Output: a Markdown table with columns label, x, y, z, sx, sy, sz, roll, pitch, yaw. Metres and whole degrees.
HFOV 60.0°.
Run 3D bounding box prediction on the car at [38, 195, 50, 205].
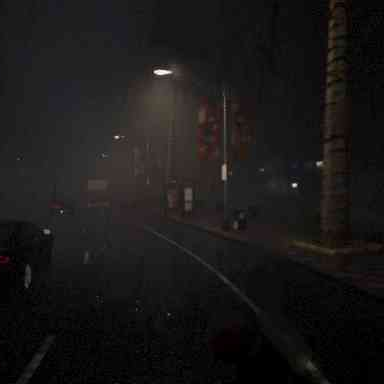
| label | x | y | z | sx | sy | sz | roll | pitch | yaw |
| --- | --- | --- | --- | --- | --- | --- | --- | --- | --- |
| car | -23.463 | 1.255 | 53.681 | 1.812 | 1.442 | 4.674 | 0 | 0 | -18 |

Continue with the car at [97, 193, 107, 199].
| label | x | y | z | sx | sy | sz | roll | pitch | yaw |
| --- | --- | --- | --- | --- | --- | --- | --- | --- | --- |
| car | -23.479 | 0.995 | 86.403 | 2.161 | 1.482 | 4.786 | 0 | 0 | -19 |

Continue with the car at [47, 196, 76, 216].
| label | x | y | z | sx | sy | sz | roll | pitch | yaw |
| --- | --- | --- | --- | --- | --- | --- | --- | --- | --- |
| car | -11.485 | 1.346 | 29.620 | 1.837 | 1.490 | 4.892 | 0 | 0 | -19 |

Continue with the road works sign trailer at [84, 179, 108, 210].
| label | x | y | z | sx | sy | sz | roll | pitch | yaw |
| --- | --- | --- | --- | --- | --- | --- | --- | --- | --- |
| road works sign trailer | -11.139 | 0.231 | 39.214 | 2.380 | 3.560 | 2.880 | 0 | 0 | -19 |

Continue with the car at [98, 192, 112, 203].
| label | x | y | z | sx | sy | sz | roll | pitch | yaw |
| --- | --- | --- | --- | --- | --- | --- | --- | --- | --- |
| car | -16.753 | 0.955 | 65.528 | 2.185 | 1.767 | 4.553 | 0 | 0 | -19 |

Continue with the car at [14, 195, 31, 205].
| label | x | y | z | sx | sy | sz | roll | pitch | yaw |
| --- | --- | --- | --- | --- | --- | --- | --- | --- | --- |
| car | -26.905 | 1.281 | 52.943 | 1.812 | 1.442 | 4.674 | 0 | 0 | -18 |

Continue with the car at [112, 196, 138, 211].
| label | x | y | z | sx | sy | sz | roll | pitch | yaw |
| --- | --- | --- | --- | --- | --- | --- | --- | --- | --- |
| car | -7.360 | 1.238 | 37.696 | 2.231 | 1.521 | 4.892 | 0 | 0 | -19 |

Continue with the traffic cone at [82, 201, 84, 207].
| label | x | y | z | sx | sy | sz | roll | pitch | yaw |
| --- | --- | --- | --- | --- | --- | --- | --- | --- | --- |
| traffic cone | -14.781 | 1.697 | 45.381 | 0.340 | 0.580 | 0.340 | 0 | 0 | -19 |

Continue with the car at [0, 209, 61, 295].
| label | x | y | z | sx | sy | sz | roll | pitch | yaw |
| --- | --- | --- | --- | --- | --- | --- | --- | --- | --- |
| car | -4.811 | 1.441 | 8.417 | 1.882 | 1.535 | 5.008 | 0 | 0 | -13 |
